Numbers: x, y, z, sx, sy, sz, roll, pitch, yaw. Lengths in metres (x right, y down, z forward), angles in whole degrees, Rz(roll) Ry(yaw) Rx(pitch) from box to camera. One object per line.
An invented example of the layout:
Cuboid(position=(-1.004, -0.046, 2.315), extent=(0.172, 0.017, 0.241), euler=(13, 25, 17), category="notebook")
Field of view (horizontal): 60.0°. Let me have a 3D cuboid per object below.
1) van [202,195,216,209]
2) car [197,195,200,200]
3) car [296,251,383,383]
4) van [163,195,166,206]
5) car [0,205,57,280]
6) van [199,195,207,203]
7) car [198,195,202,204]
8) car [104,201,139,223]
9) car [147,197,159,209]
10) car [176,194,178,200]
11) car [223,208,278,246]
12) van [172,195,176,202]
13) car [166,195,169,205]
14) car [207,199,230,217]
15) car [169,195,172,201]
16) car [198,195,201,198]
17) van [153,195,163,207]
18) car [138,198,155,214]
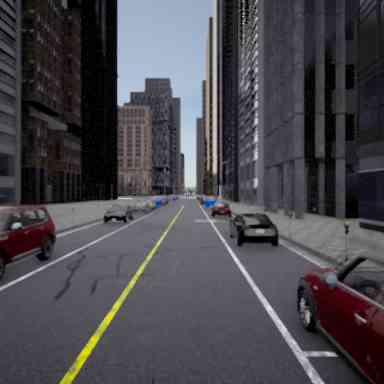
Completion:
Cuboid(position=(2.753, 1.549, 49.326), extent=(1.690, 1.788, 3.998), euler=(0, 0, 0), category="van")
Cuboid(position=(2.750, 1.891, 77.528), extent=(1.947, 1.339, 4.313), euler=(0, 0, 0), category="car")
Cuboid(position=(2.759, 1.458, 4.200), extent=(1.967, 1.590, 4.097), euler=(0, 0, 0), category="car")
Cuboid(position=(-5.773, 1.573, 54.960), extent=(1.690, 1.788, 3.998), euler=(0, 0, 0), category="van")
Cuboid(position=(-5.767, 1.357, 9.835), extent=(2.192, 1.841, 5.009), euler=(0, 0, 0), category="car")
Cuboid(position=(2.748, 1.690, 83.169), extent=(1.690, 1.788, 3.998), euler=(0, 0, 0), category="van")
Cuboid(position=(2.751, 1.861, 66.247), extent=(1.802, 1.307, 4.206), euler=(0, 0, 0), category="car")
Cuboid(position=(-5.768, 1.679, 26.756), extent=(1.947, 1.339, 4.313), euler=(0, 0, 0), category="car")
Cuboid(position=(-5.771, 1.709, 43.508), extent=(1.752, 1.417, 4.829), euler=(0, 0, 0), category="car")
Cuboid(position=(-5.778, 1.939, 94.446), extent=(1.887, 1.381, 4.507), euler=(0, 0, 0), category="car")
Cuboid(position=(2.758, 1.632, 15.481), extent=(1.947, 1.339, 4.313), euler=(0, 0, 0), category="car")
Cuboid(position=(-5.778, 1.713, 88.806), extent=(1.690, 1.788, 3.998), euler=(0, 0, 0), category="van")
Cuboid(position=(-5.774, 1.695, 60.601), extent=(1.967, 1.590, 4.097), euler=(0, 0, 0), category="car")
Cuboid(position=(2.756, 1.682, 32.403), extent=(1.887, 1.381, 4.507), euler=(0, 0, 0), category="car")
Cuboid(position=(-5.775, 1.594, 66.243), extent=(2.192, 1.841, 5.009), euler=(0, 0, 0), category="car")
Cuboid(position=(2.751, 1.884, 71.887), extent=(1.802, 1.307, 4.206), euler=(0, 0, 0), category="car")
Cuboid(position=(-5.773, 1.549, 49.320), extent=(1.690, 1.788, 3.998), euler=(0, 0, 0), category="van")
Cuboid(position=(-5.770, 1.711, 38.038), extent=(2.008, 1.369, 4.403), euler=(0, 0, 0), category="car")
